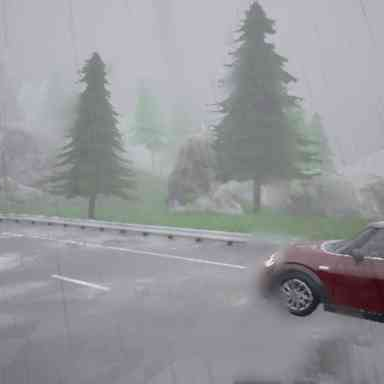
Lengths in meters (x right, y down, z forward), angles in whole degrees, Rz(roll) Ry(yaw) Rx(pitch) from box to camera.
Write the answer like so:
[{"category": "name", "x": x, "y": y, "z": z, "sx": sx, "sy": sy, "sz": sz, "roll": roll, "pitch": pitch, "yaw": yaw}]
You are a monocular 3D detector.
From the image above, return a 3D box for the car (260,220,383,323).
[{"category": "car", "x": 3.524, "y": 1.279, "z": 5.779, "sx": 4.553, "sy": 1.767, "sz": 2.097, "roll": 1, "pitch": 1, "yaw": 35}]
